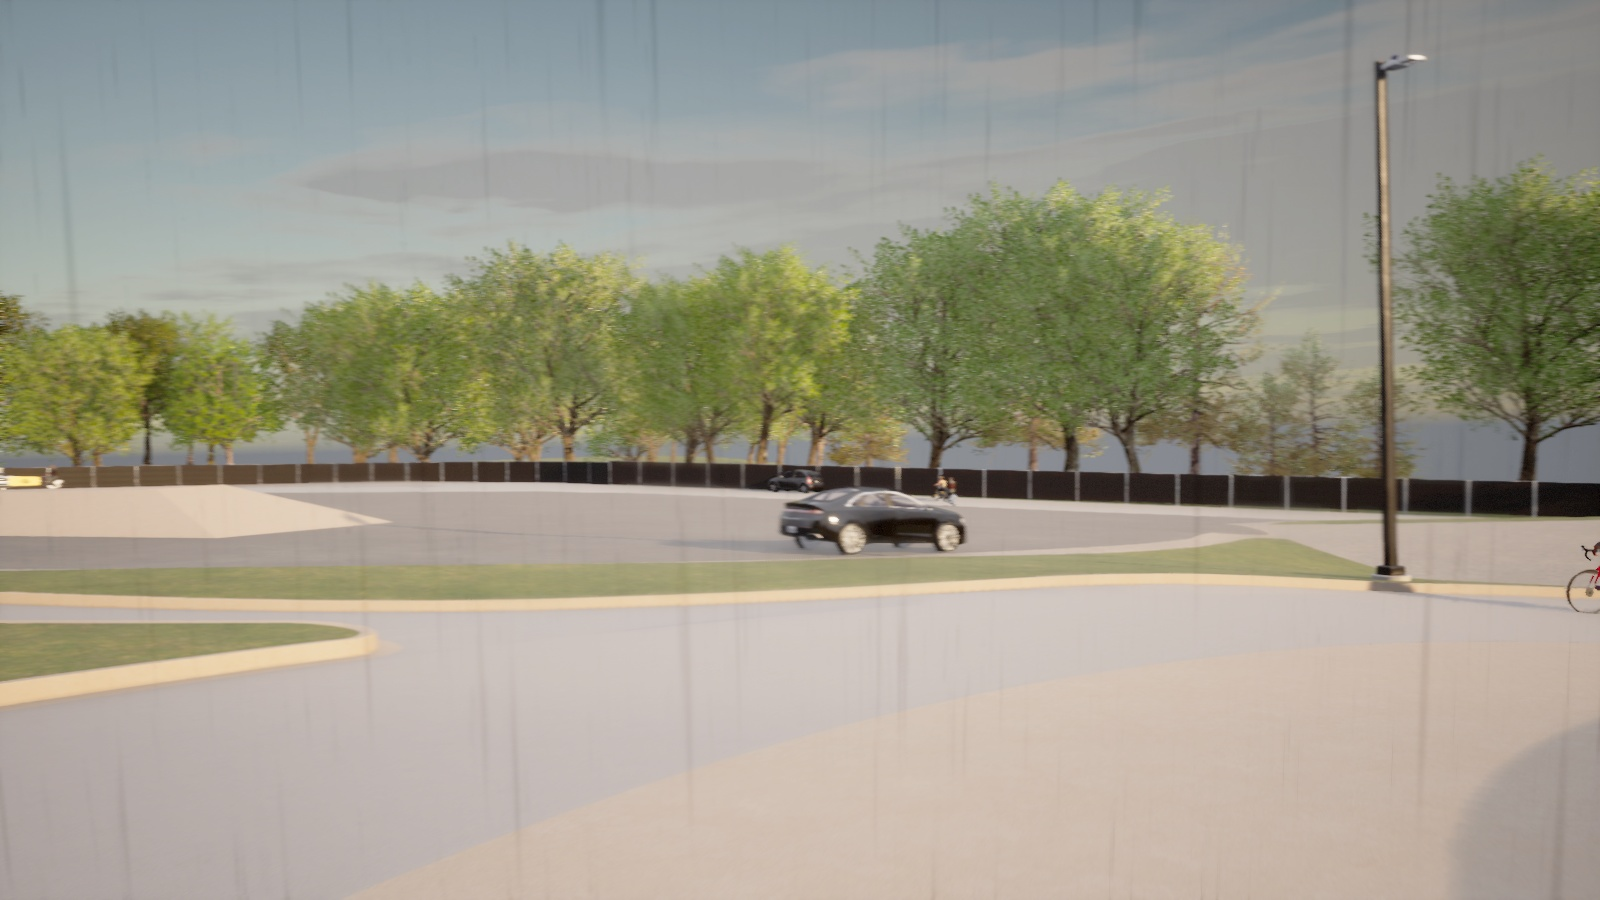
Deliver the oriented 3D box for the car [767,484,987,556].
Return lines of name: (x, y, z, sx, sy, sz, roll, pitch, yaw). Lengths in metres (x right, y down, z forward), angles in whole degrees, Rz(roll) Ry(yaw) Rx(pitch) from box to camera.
car: (1.867, 1.597, 29.591, 4.902, 1.511, 2.128, 2, -1, -36)

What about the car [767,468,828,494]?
car: (-0.166, 2.180, 88.508, 3.988, 1.617, 1.851, 1, 2, 38)

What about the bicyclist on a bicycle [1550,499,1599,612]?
bicyclist on a bicycle: (12.239, 1.585, 18.775, 1.656, 1.620, 0.582, 2, 0, -2)
